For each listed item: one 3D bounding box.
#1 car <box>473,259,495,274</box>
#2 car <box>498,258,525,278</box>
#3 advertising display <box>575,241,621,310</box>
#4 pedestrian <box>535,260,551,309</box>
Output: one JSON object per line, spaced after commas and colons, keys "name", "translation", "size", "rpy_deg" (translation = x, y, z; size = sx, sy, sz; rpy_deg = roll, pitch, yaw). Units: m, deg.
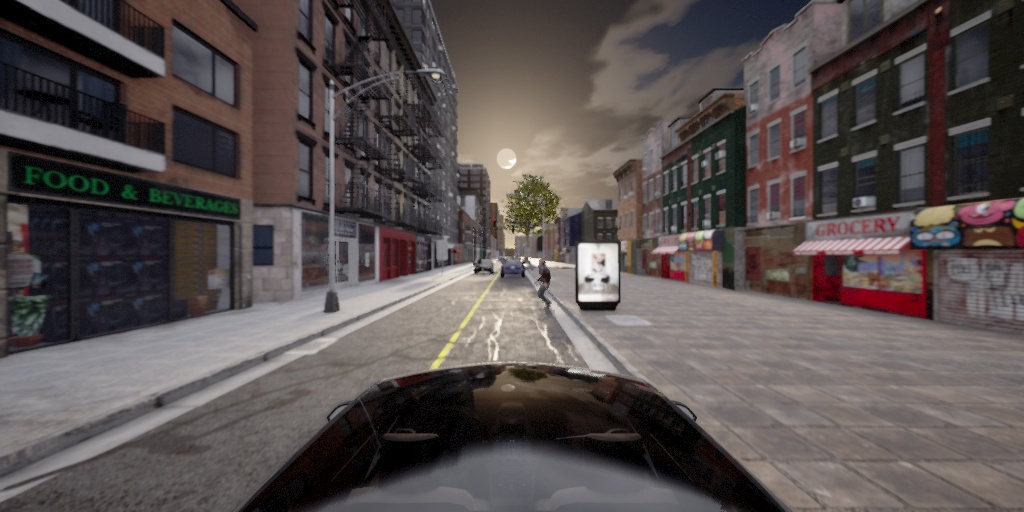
{"name": "car", "translation": [-2.782, 1.049, 36.684], "size": [1.837, 1.490, 4.892], "rpy_deg": [0, 0, 1]}
{"name": "car", "translation": [0.078, 0.924, 31.664], "size": [2.097, 1.767, 4.553], "rpy_deg": [0, 0, 0]}
{"name": "advertising display", "translation": [3.011, 0.709, 12.610], "size": [1.540, 2.440, 0.280], "rpy_deg": [0, 0, 0]}
{"name": "pedestrian", "translation": [1.168, 0.976, 12.924], "size": [0.375, 1.860, 0.375], "rpy_deg": [0, 0, -10]}
